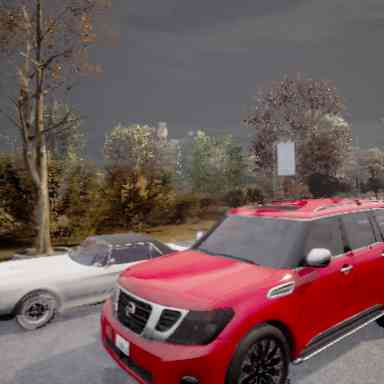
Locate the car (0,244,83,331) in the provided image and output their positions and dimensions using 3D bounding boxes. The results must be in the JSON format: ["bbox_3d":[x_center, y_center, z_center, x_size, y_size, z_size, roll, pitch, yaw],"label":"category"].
[{"bbox_3d":[-1.859,1.618,7.087,4.718,1.301,1.895,-1,0,-37],"label":"car"}]

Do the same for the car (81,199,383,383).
[{"bbox_3d":[1.468,1.196,5.191,5.566,2.045,2.150,-2,1,-37],"label":"car"}]
